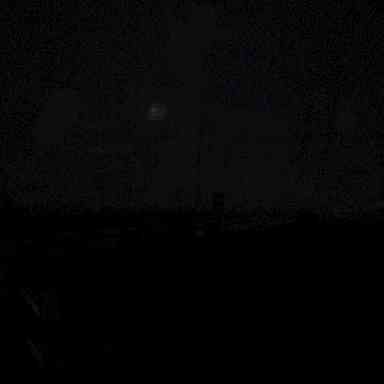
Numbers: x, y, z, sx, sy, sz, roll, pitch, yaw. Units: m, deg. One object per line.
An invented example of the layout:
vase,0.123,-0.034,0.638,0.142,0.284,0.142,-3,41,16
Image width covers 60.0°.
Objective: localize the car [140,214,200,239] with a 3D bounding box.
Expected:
car,-1.339,2.178,21.804,1.812,1.442,4.674,3,0,36
